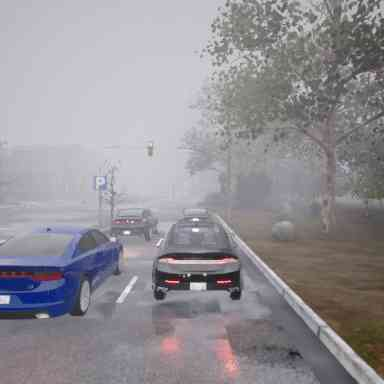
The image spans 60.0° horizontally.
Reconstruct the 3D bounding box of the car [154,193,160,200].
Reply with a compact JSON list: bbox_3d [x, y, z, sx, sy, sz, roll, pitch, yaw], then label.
[{"bbox_3d":[-11.395,1.357,85.692,4.674,1.452,2.002,-1,0,-12],"label":"car"}]

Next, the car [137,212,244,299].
[{"bbox_3d":[0.117,1.503,8.467,2.128,1.511,4.902,0,0,0],"label":"car"}]

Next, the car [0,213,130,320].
[{"bbox_3d":[-2.886,1.487,7.534,1.882,1.535,5.008,0,0,0],"label":"car"}]

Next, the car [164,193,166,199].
[{"bbox_3d":[-10.518,1.316,91.676,5.008,1.535,2.097,-1,0,-12],"label":"car"}]

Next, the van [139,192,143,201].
[{"bbox_3d":[-13.193,1.093,70.743,4.442,1.987,1.878,-1,0,-14],"label":"van"}]

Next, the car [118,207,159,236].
[{"bbox_3d":[-2.826,1.530,16.965,1.837,1.490,4.892,0,0,1],"label":"car"}]

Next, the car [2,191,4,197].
[{"bbox_3d":[-31.129,0.136,52.639,2.002,1.452,4.674,6,-3,-19],"label":"car"}]

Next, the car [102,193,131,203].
[{"bbox_3d":[-14.402,1.358,61.759,4.792,1.488,2.163,-1,0,-15],"label":"car"}]

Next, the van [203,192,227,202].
[{"bbox_3d":[4.327,1.042,64.341,4.442,1.987,1.878,1,0,-14],"label":"van"}]

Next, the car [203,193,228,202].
[{"bbox_3d":[4.713,1.141,67.311,4.553,1.767,2.185,1,0,-14],"label":"car"}]

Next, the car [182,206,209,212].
[{"bbox_3d":[0.184,1.530,17.879,1.837,1.490,4.892,0,0,0],"label":"car"}]

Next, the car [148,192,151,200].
[{"bbox_3d":[-12.588,1.359,76.709,4.674,1.452,2.002,-1,0,-13],"label":"car"}]

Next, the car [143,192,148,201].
[{"bbox_3d":[-12.963,1.321,73.714,4.892,1.521,2.231,-1,0,-14],"label":"car"}]

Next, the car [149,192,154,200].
[{"bbox_3d":[-12.214,1.359,79.710,4.674,1.452,2.002,-1,0,-13],"label":"car"}]

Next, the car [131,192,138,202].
[{"bbox_3d":[-13.756,1.315,64.751,5.366,1.575,1.946,-1,0,-15],"label":"car"}]

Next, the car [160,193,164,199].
[{"bbox_3d":[-10.942,1.064,88.698,5.566,2.045,2.435,-1,0,-12],"label":"car"}]
